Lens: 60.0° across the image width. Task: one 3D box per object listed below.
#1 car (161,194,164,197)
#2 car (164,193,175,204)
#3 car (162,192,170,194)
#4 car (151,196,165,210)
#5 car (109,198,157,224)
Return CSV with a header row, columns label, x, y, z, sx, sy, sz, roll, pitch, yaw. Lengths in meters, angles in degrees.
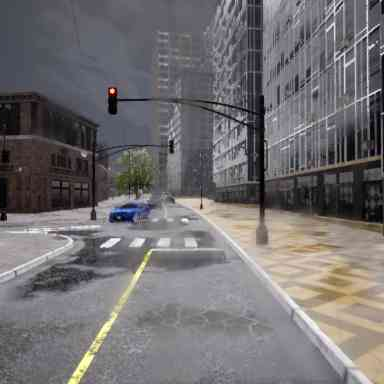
label,x,y,z,sx,sy,sz,roll,pitch,yaw
car,-6.317,1.468,57.243,1.882,1.535,5.008,0,0,-7
car,-4.320,1.499,64.314,1.837,1.490,4.892,0,0,-8
car,-5.794,1.045,74.652,2.150,2.045,5.566,0,0,-9
car,-4.806,1.560,42.334,1.994,1.385,4.181,0,0,-5
car,-4.522,1.482,25.189,1.882,1.535,5.008,0,0,11
